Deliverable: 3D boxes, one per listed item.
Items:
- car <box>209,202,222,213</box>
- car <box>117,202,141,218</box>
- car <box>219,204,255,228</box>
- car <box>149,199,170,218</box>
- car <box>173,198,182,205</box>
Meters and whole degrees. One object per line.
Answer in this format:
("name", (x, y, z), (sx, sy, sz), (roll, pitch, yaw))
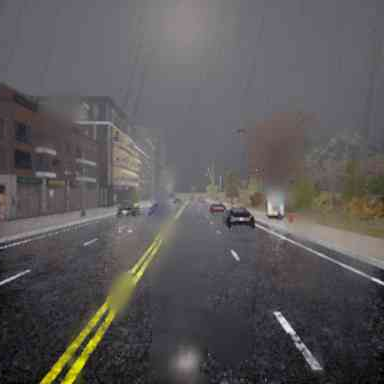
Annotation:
("car", (3.346, 2.007, 43.948), (1.994, 1.385, 4.181), (0, -1, 0))
("car", (-6.592, 1.845, 35.032), (2.128, 1.511, 4.902), (0, -1, 0))
("car", (3.347, 1.811, 24.479), (1.994, 1.385, 4.181), (0, 0, 0))
("car", (-3.344, 1.826, 34.665), (1.882, 1.535, 5.008), (0, -1, 0))
("car", (-3.258, 2.102, 75.703), (1.837, 1.490, 4.892), (0, -1, 0))
